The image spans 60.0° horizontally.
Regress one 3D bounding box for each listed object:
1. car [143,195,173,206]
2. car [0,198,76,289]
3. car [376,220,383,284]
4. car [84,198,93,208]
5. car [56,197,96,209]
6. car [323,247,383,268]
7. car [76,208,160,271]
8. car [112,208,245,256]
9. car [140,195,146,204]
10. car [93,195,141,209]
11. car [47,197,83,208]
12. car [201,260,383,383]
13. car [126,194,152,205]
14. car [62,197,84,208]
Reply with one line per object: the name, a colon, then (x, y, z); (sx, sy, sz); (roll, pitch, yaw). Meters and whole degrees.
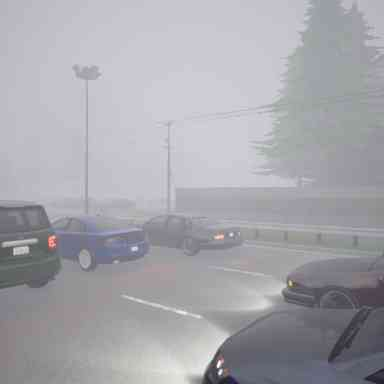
car: (-5.356, 1.603, 55.731); (1.895, 1.301, 4.718); (0, 0, 37)
car: (-5.440, 1.222, 8.032); (5.566, 2.045, 2.150); (0, 0, 37)
car: (6.961, 1.526, 7.555); (4.674, 1.442, 1.812); (0, 0, 37)
car: (-10.791, 1.493, 42.733); (2.128, 1.511, 4.902); (0, 0, 37)
car: (-16.319, 1.493, 47.026); (2.128, 1.511, 4.902); (0, 0, 37)
car: (4.250, 1.547, 5.211); (5.357, 1.411, 2.033); (0, 0, 37)
car: (-3.625, 1.478, 11.048); (5.008, 1.535, 1.882); (0, 0, 37)
car: (-0.630, 1.548, 13.176); (5.357, 1.411, 2.033); (0, 0, 37)
car: (-6.881, 1.528, 59.502); (1.812, 1.442, 4.674); (0, 0, 37)
car: (-8.820, 1.479, 39.534); (1.882, 1.535, 5.008); (0, 0, 37)
car: (-18.832, 1.507, 49.504); (1.837, 1.490, 4.892); (0, 0, 37)
car: (2.102, 1.564, 2.443); (4.181, 1.385, 1.994); (0, 0, 37)
car: (-9.770, 1.353, 61.470); (2.097, 1.767, 4.553); (0, 0, 37)
car: (-14.372, 1.507, 43.796); (1.837, 1.490, 4.892); (0, 0, 37)
